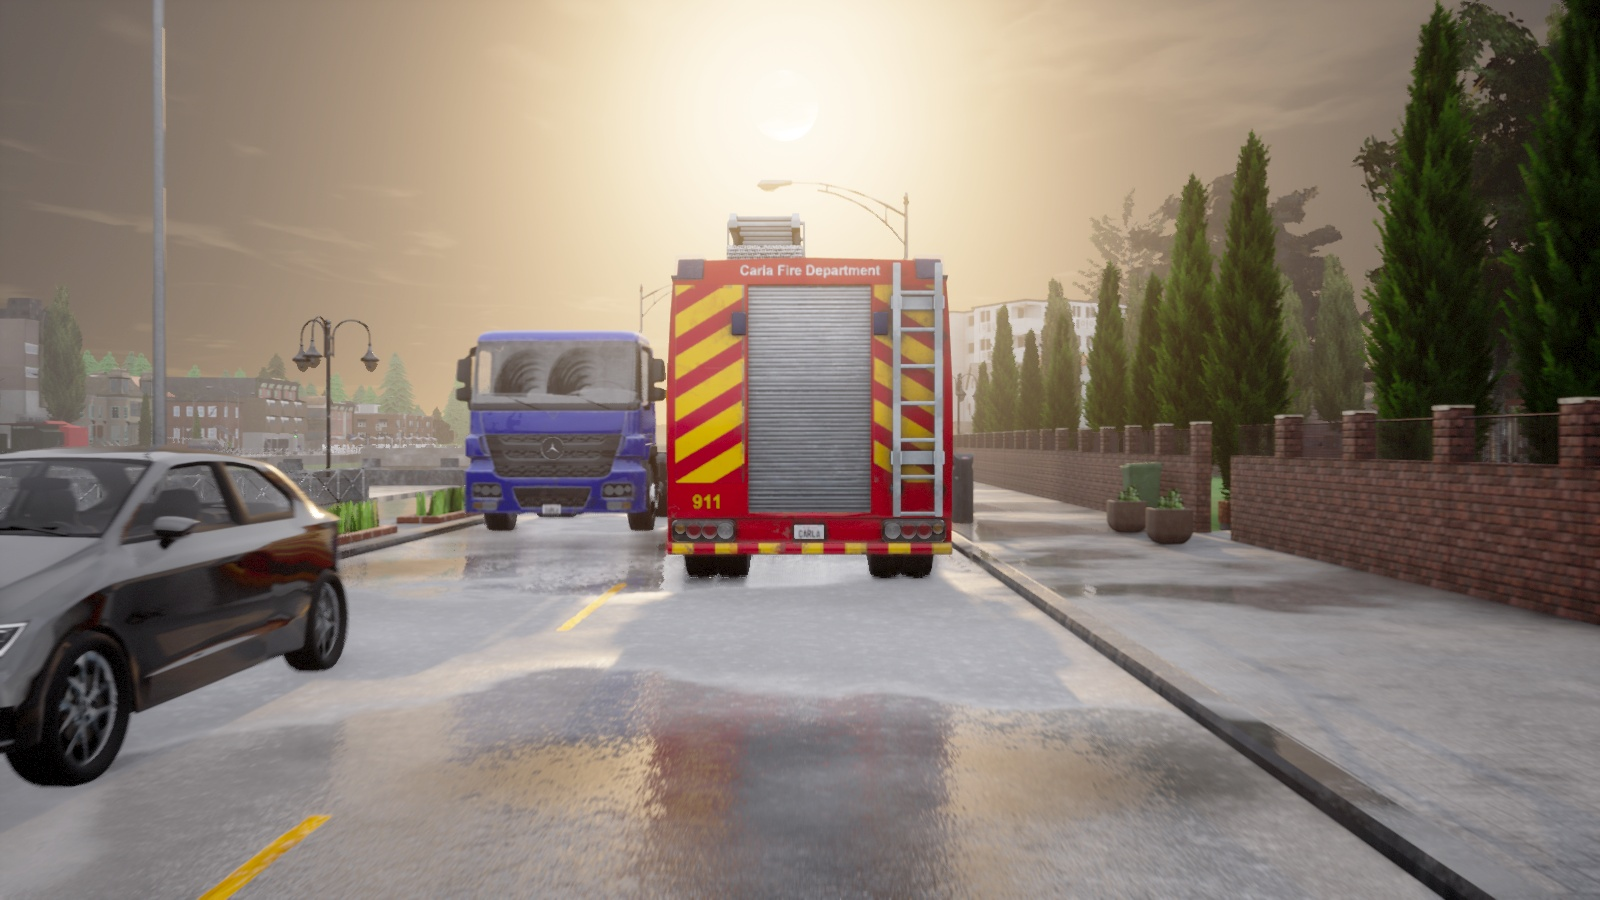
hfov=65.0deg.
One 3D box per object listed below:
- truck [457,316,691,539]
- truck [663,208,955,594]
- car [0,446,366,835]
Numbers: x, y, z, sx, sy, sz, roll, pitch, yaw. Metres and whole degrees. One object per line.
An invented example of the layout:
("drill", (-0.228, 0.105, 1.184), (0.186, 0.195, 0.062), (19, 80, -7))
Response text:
("truck", (-3.853, -0.370, 23.416), (2.891, 3.462, 7.936), (0, 0, 0))
("truck", (0.110, -0.512, 16.708), (2.891, 3.827, 8.468), (0, 0, 0))
("car", (-3.948, 0.719, 6.674), (1.816, 1.474, 4.193), (0, 0, 0))
